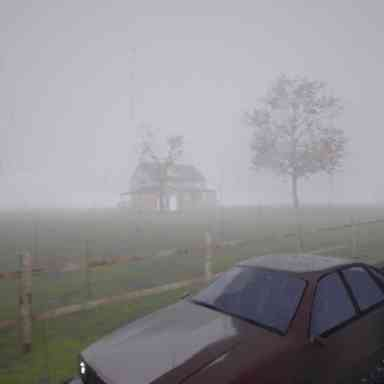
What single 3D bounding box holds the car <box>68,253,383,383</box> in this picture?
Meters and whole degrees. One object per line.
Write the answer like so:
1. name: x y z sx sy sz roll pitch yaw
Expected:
1. car: 1.311 1.601 4.374 5.357 1.411 2.033 0 -1 -40
